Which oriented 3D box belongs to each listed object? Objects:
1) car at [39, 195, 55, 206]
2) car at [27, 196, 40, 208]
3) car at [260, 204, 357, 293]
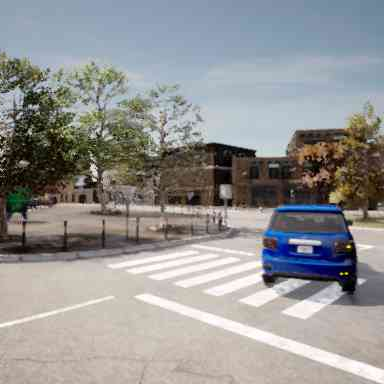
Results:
[{"bbox_3d":[-25.682,1.574,56.496,2.185,1.767,4.553,-1,-1,42],"label":"car"},{"bbox_3d":[-24.276,1.605,48.972,1.882,1.535,5.008,1,-1,-36],"label":"car"},{"bbox_3d":[3.428,1.364,9.681,2.150,2.045,5.566,0,-1,22],"label":"car"}]
